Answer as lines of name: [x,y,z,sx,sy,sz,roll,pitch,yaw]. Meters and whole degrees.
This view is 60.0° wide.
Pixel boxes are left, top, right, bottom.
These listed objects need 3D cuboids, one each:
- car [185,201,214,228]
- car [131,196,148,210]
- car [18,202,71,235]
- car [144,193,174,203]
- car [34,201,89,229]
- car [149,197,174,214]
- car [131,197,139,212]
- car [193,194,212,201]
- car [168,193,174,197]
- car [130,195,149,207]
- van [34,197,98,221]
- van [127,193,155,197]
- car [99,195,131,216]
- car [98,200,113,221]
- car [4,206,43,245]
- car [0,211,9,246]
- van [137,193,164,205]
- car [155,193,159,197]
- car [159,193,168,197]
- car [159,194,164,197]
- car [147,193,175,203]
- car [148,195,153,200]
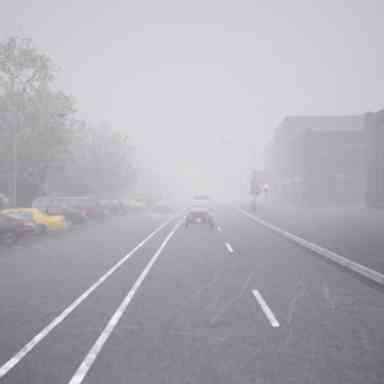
car: [0.508,1.598,22.935,1.812,1.442,4.674,0,0,2]
car: [-8.239,1.564,38.395,5.366,1.575,1.946,-1,0,-17]
car: [-9.410,1.547,17.496,5.366,1.575,1.946,-1,0,-19]
car: [-6.769,1.207,67.928,5.566,2.045,2.435,-1,0,-17]
car: [-9.145,1.555,20.523,5.008,1.535,2.097,-1,0,-19]
car: [-3.242,1.606,37.372,1.812,1.442,4.674,0,0,3]
car: [-8.573,1.572,35.372,4.892,1.521,2.231,-1,0,-17]
car: [1.275,1.296,40.393,2.150,2.045,5.566,0,0,3]
car: [-6.786,1.470,65.028,5.366,1.575,1.946,-1,0,-17]
car: [-8.434,1.565,41.251,5.366,1.575,1.946,-1,0,-17]
van: [-9.170,1.337,23.454,4.442,1.987,1.878,-1,0,-18]
van: [-8.039,1.328,47.182,4.442,1.987,1.878,-1,0,-17]
car: [-8.678,1.445,32.410,4.553,1.767,2.185,-1,0,-18]
car: [-8.954,1.606,26.465,4.674,1.452,2.002,-1,0,-18]
car: [-9.293,1.578,14.585,4.674,1.452,2.002,-1,0,-19]
car: [-9.335,1.567,11.637,4.674,1.452,2.002,0,-1,-19]
van: [-7.390,1.283,59.008,4.442,1.987,1.878,-1,1,-17]
car: [-7.797,1.418,50.172,4.553,1.767,2.185,-1,0,-17]
car: [-7.474,1.270,56.082,5.566,2.045,2.435,-1,0,-17]
car: [-7.612,1.533,53.142,5.008,1.535,2.097,-1,0,-17]
car: [-6.655,1.191,70.854,5.566,2.045,2.435,-1,1,-17]
car: [-8.118,1.589,44.254,4.792,1.488,2.163,-1,0,-17]
